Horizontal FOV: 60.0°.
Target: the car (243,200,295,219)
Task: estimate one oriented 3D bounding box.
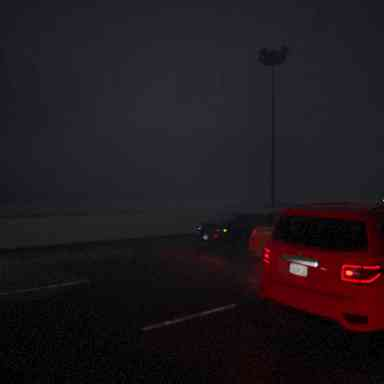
[{"bbox_3d":[7.160,1.536,30.660,5.008,1.535,1.882,0,0,-36],"label":"car"}]

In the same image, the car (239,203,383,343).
[{"bbox_3d":[3.742,1.237,6.437,5.566,2.045,2.150,0,0,-36],"label":"car"}]

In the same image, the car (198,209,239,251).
[{"bbox_3d":[2.397,1.551,14.086,4.674,1.442,1.812,0,0,-36],"label":"car"}]

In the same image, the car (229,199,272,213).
[{"bbox_3d":[6.910,1.562,39.088,4.902,1.511,2.128,0,0,-36],"label":"car"}]

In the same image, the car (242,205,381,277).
[{"bbox_3d":[4.056,1.375,10.971,4.553,1.767,2.097,0,0,-36],"label":"car"}]

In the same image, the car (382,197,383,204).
[{"bbox_3d":[40.556,1.672,67.394,4.892,1.490,1.837,0,0,-36],"label":"car"}]
